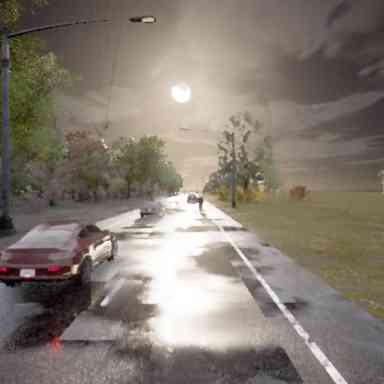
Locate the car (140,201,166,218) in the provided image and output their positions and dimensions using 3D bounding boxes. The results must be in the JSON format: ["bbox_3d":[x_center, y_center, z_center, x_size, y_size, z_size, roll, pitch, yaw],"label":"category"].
[{"bbox_3d":[-3.398,1.478,29.252,2.033,1.411,5.357,0,0,0],"label":"car"}]

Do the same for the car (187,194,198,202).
[{"bbox_3d":[0.051,1.192,68.522,2.097,1.767,4.553,0,0,1],"label":"car"}]

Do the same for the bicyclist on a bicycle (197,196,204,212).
[{"bbox_3d":[0.968,1.287,34.977,0.659,1.776,1.843,0,0,0],"label":"bicyclist on a bicycle"}]

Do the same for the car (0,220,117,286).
[{"bbox_3d":[-3.402,1.503,9.186,1.812,1.442,4.674,0,0,0],"label":"car"}]

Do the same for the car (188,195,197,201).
[{"bbox_3d":[0.008,1.356,77.692,2.033,1.411,5.357,0,0,0],"label":"car"}]

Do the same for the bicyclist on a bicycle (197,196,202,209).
[{"bbox_3d":[0.967,1.349,43.764,0.582,1.620,1.656,0,0,0],"label":"bicyclist on a bicycle"}]
